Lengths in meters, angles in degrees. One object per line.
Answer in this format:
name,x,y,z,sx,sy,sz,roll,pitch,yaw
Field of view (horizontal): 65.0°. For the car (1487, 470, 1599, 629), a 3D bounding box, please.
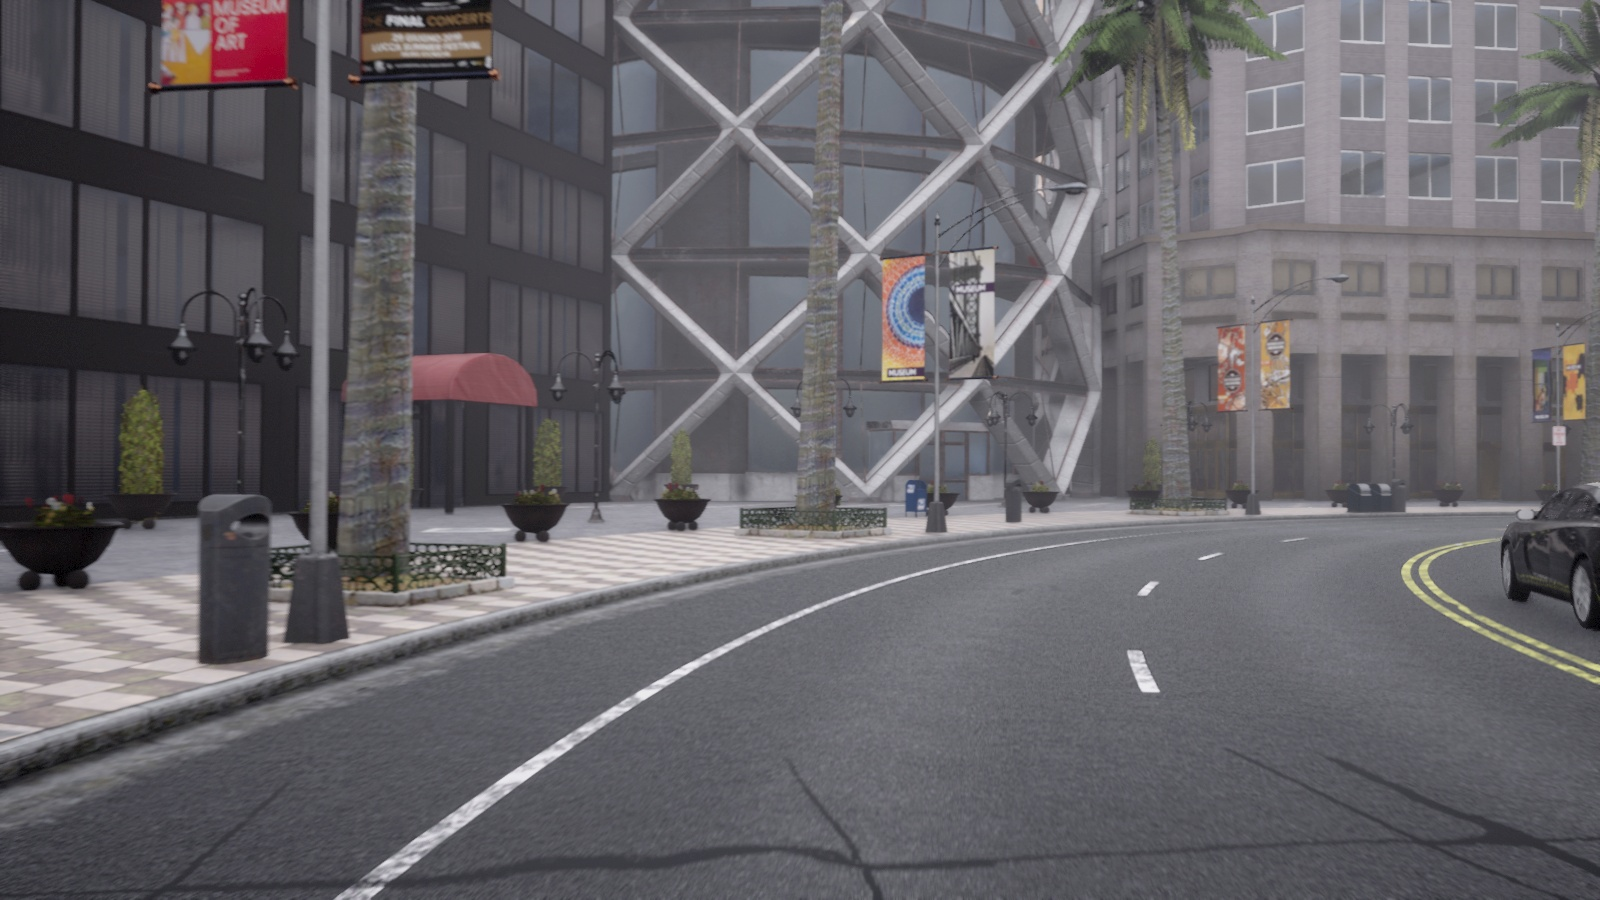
car,9.277,0.998,13.958,1.882,1.535,5.008,-1,-1,17
